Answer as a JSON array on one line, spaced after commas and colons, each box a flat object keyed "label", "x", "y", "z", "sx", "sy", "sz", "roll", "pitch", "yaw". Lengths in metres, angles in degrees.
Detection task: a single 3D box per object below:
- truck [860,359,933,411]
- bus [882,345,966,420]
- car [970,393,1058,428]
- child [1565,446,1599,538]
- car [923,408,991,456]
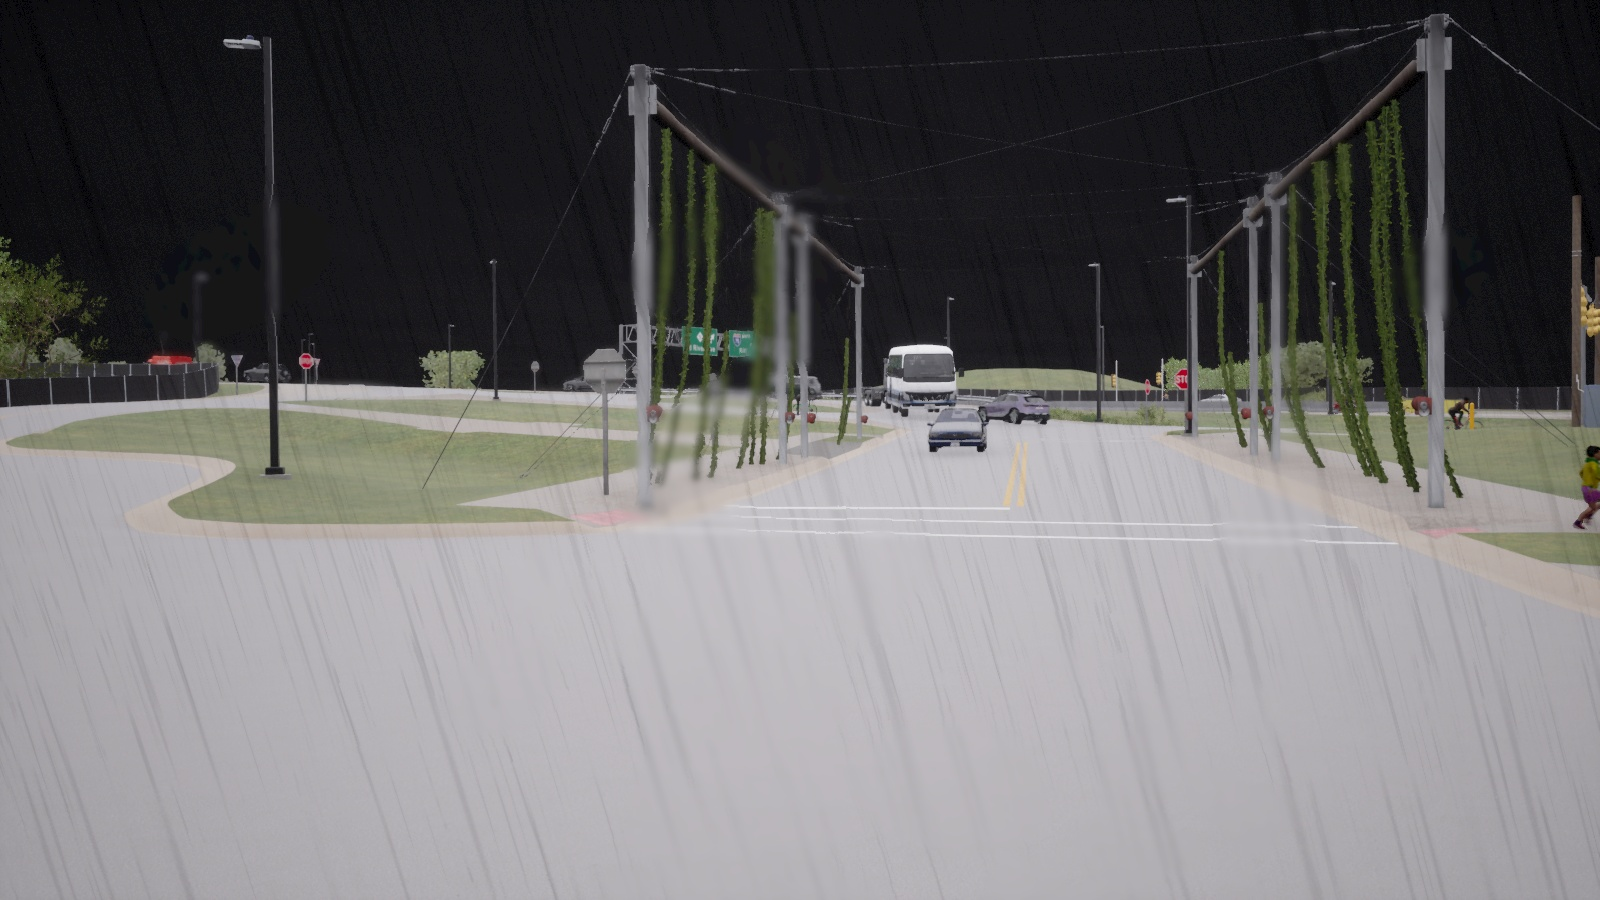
[{"label": "truck", "x": 6.704, "y": -4.677, "z": 88.364, "sx": 2.891, "sy": 3.462, "sz": 7.936, "roll": -1, "pitch": 4, "yaw": -13}, {"label": "bus", "x": 7.442, "y": -4.248, "z": 77.097, "sx": 3.944, "sy": 4.253, "sz": 10.273, "roll": 0, "pitch": 4, "yaw": -1}, {"label": "car", "x": 11.181, "y": -2.109, "z": 66.079, "sx": 2.033, "sy": 1.649, "sz": 4.856, "roll": 1, "pitch": 3, "yaw": -26}, {"label": "child", "x": 10.082, "y": 0.527, "z": 16.041, "sx": 0.473, "sy": 1.160, "sz": 0.299, "roll": 0, "pitch": 1, "yaw": 21}, {"label": "car", "x": 5.410, "y": -0.656, "z": 42.678, "sx": 2.033, "sy": 1.411, "sz": 5.357, "roll": 0, "pitch": 3, "yaw": 10}]
